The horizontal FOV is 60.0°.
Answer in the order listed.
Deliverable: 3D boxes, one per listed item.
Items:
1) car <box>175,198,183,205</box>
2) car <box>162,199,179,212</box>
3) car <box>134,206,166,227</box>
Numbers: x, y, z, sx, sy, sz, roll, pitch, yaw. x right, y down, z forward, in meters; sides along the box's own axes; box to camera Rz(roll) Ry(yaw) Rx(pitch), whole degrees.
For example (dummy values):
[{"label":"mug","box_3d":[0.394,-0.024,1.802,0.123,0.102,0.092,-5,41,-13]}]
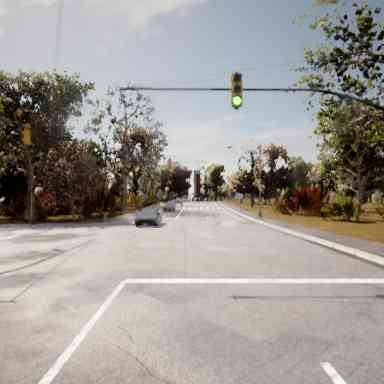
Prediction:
[{"label":"car","box_3d":[-3.121,2.077,75.625,1.882,1.535,5.008,0,0,1]},{"label":"car","box_3d":[-3.418,2.327,51.281,1.837,1.490,4.892,0,1,0]},{"label":"car","box_3d":[-3.558,2.146,27.780,2.033,1.411,5.357,0,-2,-1]}]
